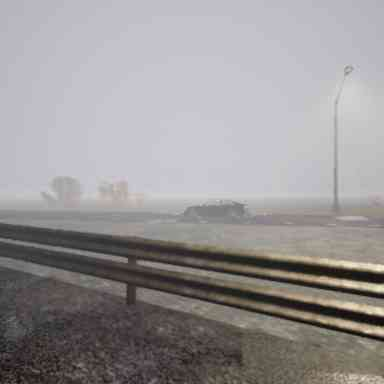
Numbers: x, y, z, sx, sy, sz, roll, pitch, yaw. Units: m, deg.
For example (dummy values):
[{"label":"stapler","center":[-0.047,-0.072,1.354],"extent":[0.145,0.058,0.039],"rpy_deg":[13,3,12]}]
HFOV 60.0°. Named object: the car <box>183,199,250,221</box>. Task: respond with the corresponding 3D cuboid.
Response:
[{"label":"car","center":[1.758,1.266,24.406],"extent":[4.902,1.511,2.128],"rpy_deg":[0,0,17]}]
